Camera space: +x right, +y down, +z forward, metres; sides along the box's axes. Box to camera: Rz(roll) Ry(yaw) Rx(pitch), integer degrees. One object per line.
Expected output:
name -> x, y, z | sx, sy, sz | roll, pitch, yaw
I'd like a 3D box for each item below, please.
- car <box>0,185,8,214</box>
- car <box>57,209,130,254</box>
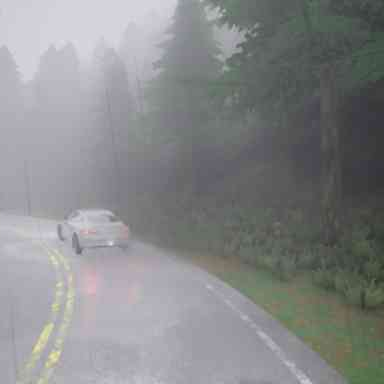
car -> -14.527, 0.386, 21.583 | 5.566, 2.045, 2.150 | 4, -1, 23
car -> -3.848, 1.364, 12.828 | 1.812, 1.442, 4.674 | 2, 1, -32
